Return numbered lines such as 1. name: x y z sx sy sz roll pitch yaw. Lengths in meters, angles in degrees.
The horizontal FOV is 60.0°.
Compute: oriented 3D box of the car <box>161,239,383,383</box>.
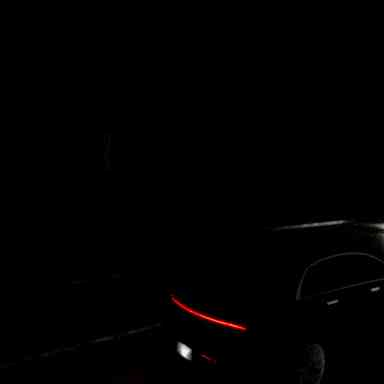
1. car: 1.882 1.501 5.089 4.892 1.490 1.837 0 0 -36
